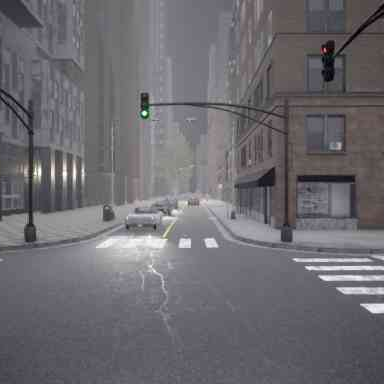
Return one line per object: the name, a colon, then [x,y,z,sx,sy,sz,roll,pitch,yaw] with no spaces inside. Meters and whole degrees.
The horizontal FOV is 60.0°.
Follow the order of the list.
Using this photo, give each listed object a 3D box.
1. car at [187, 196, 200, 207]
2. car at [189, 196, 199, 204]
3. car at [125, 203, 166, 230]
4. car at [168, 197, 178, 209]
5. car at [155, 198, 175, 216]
car: [0.240,1.478,52.271,2.128,1.511,4.902,0,0,0]
car: [0.288,1.504,62.693,1.812,1.442,4.674,0,0,0]
car: [-2.992,1.599,21.202,1.895,1.301,4.718,0,0,0]
car: [-2.874,1.481,44.938,2.128,1.511,4.902,0,0,1]
car: [-2.957,1.559,32.098,1.994,1.385,4.181,0,0,0]
